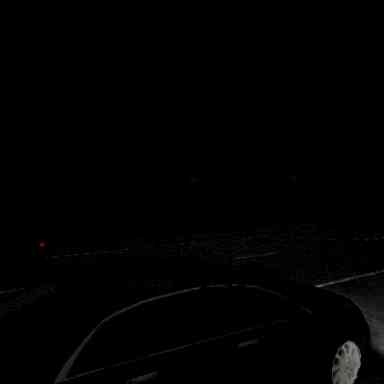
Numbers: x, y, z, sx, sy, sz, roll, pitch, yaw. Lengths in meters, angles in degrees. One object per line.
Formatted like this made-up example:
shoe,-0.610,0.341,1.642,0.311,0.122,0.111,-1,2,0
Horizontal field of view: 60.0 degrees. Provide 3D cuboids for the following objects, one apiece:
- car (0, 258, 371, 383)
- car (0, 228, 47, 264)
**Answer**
car,-0.056,1.491,3.493,4.892,1.490,1.837,0,0,-34
car,-5.894,1.528,8.228,4.181,1.385,1.994,0,0,-35
